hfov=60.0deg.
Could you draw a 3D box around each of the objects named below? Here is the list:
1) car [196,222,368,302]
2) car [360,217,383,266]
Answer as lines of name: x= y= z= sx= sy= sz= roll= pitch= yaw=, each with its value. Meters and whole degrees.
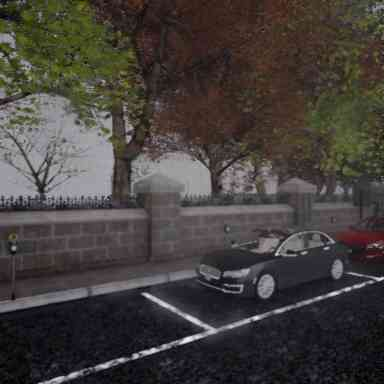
car: x=2.119 y=1.548 z=8.170 sx=4.403 sy=1.369 sz=2.008 roll=0 pitch=0 yaw=-36
car: x=6.596 y=1.541 z=11.433 sx=4.507 sy=1.381 sz=1.887 roll=0 pitch=0 yaw=-36
